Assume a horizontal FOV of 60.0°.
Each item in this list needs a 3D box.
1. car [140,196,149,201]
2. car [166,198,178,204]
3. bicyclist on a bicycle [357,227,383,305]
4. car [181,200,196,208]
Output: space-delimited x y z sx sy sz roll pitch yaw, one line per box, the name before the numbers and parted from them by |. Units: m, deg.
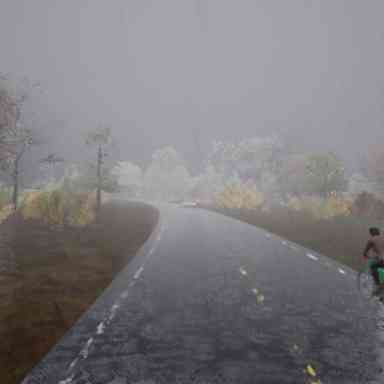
car | -13.155 1.858 92.552 1.994 1.385 4.181 1 0 -17
car | -4.449 1.941 72.038 1.895 1.301 4.718 1 0 -13
bicyclist on a bicycle | 3.801 1.559 6.797 0.582 1.620 1.656 1 -1 0
car | -0.617 1.905 52.742 1.895 1.301 4.718 1 0 -9
